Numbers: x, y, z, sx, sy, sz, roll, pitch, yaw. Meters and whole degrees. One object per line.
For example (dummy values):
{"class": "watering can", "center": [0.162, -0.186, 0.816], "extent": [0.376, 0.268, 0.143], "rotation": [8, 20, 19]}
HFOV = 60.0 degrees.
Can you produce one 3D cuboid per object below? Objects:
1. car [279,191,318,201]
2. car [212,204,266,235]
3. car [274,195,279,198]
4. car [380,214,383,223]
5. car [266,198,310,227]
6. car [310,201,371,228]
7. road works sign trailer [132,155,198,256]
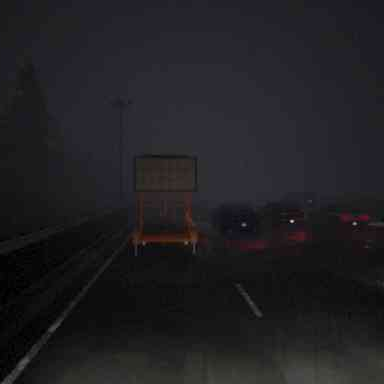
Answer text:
{"class": "car", "center": [11.532, 0.985, 35.617], "extent": [2.150, 2.045, 5.566], "rotation": [0, -1, -4]}
{"class": "car", "center": [2.237, 1.362, 17.916], "extent": [1.882, 1.535, 5.008], "rotation": [0, 0, -4]}
{"class": "car", "center": [18.304, 0.794, 65.423], "extent": [3.866, 1.878, 1.905], "rotation": [0, 0, -4]}
{"class": "car", "center": [12.747, 1.430, 18.143], "extent": [2.033, 1.411, 5.357], "rotation": [0, 0, -4]}
{"class": "car", "center": [5.509, 1.368, 21.306], "extent": [1.837, 1.490, 4.892], "rotation": [0, 0, -4]}
{"class": "car", "center": [9.041, 1.465, 21.002], "extent": [1.895, 1.301, 4.718], "rotation": [0, 0, -4]}
{"class": "road works sign trailer", "center": [-1.020, 0.381, 12.845], "extent": [2.380, 3.560, 2.880], "rotation": [0, 0, -4]}
